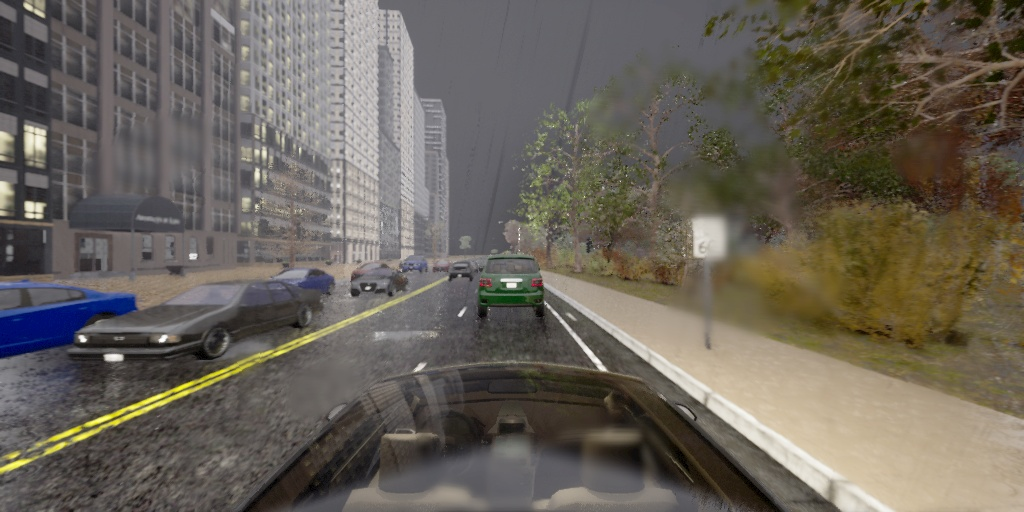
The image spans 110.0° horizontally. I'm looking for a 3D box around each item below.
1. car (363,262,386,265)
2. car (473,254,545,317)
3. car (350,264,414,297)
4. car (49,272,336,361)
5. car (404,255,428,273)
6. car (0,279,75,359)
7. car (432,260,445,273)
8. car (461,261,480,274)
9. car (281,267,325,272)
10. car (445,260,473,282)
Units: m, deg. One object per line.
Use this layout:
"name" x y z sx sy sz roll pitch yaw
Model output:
"car" -10.449 1.229 27.124 1.882 1.535 5.008 0 0 -3
"car" -0.075 0.968 13.396 2.150 2.045 5.566 0 0 -1
"car" -6.824 1.314 18.851 1.994 1.385 4.181 0 0 -2
"car" -6.621 1.302 8.620 2.033 1.411 5.357 0 0 0
"car" -11.499 0.954 43.078 2.150 2.045 5.566 0 0 -4
"car" -9.871 1.236 6.453 1.882 1.535 5.008 0 0 0
"car" -8.221 1.219 42.661 1.882 1.535 5.008 0 0 -4
"car" -4.934 1.285 43.032 2.033 1.411 5.357 0 0 -4
"car" -10.009 1.280 16.885 1.812 1.442 4.674 0 0 -1
"car" -4.060 1.246 29.393 1.837 1.490 4.892 0 0 -3
